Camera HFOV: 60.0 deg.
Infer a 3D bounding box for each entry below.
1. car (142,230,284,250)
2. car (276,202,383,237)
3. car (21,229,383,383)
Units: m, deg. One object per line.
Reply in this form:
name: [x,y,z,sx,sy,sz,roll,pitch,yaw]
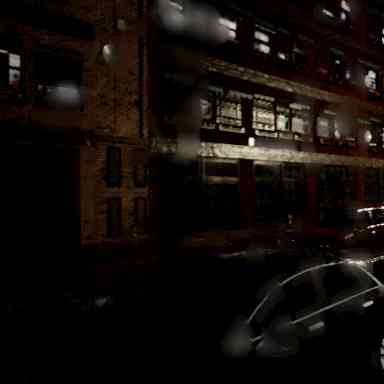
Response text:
car: [-0.256,1.560,6.382,4.206,1.307,1.802,0,0,-36]
car: [4.378,1.257,9.692,5.009,1.841,2.192,0,0,-36]
car: [0.718,1.487,3.892,4.892,1.490,1.837,0,0,-35]
